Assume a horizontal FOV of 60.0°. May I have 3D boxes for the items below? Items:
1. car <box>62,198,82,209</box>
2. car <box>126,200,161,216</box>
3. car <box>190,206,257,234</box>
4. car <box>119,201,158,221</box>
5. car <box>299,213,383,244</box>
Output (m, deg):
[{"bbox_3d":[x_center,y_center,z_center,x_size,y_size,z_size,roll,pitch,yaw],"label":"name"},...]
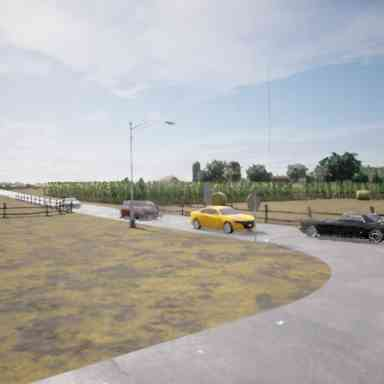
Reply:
[{"bbox_3d":[-17.547,1.631,48.414,1.812,1.442,4.674,-1,1,-35],"label":"car"},{"bbox_3d":[-5.302,1.710,35.970,1.812,1.442,4.674,-1,1,-35],"label":"car"},{"bbox_3d":[1.856,1.655,20.997,1.882,1.535,5.008,-1,0,-35],"label":"car"},{"bbox_3d":[-4.935,1.589,30.545,2.097,1.767,4.553,-1,0,-35],"label":"car"},{"bbox_3d":[7.743,1.664,16.243,1.895,1.301,4.718,-2,0,-45],"label":"car"}]
